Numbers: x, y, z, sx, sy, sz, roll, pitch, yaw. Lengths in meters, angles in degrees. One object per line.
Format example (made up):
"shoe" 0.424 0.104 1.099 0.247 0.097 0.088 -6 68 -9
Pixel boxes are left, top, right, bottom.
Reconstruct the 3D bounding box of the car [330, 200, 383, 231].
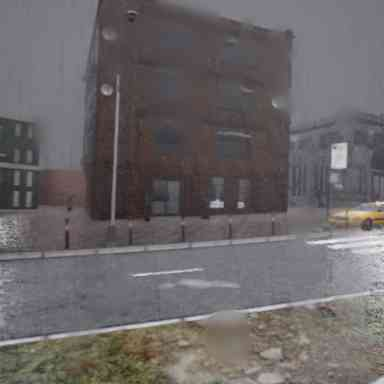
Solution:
"car" 10.191 1.236 18.692 5.366 1.575 1.946 -1 0 -25
